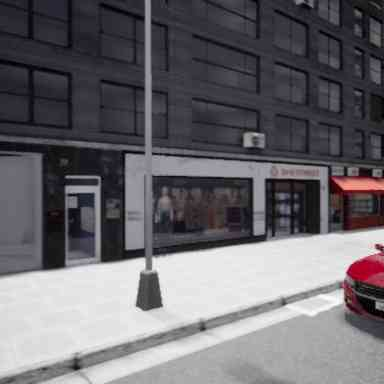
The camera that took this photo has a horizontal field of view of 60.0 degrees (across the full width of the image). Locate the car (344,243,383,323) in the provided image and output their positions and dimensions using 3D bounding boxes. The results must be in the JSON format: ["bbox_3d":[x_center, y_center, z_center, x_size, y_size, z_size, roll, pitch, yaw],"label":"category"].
[{"bbox_3d":[4.931,1.456,6.463,5.008,1.535,1.882,0,0,-35],"label":"car"}]
